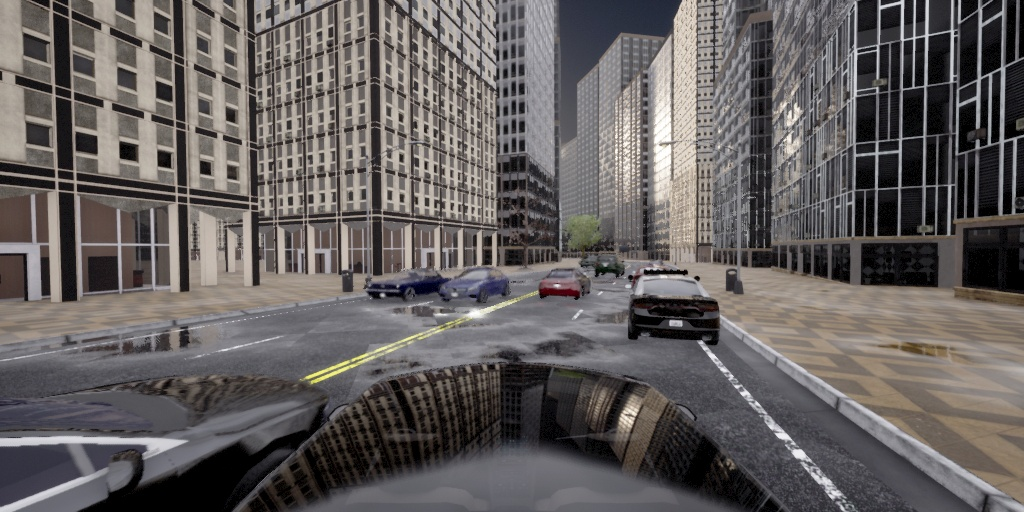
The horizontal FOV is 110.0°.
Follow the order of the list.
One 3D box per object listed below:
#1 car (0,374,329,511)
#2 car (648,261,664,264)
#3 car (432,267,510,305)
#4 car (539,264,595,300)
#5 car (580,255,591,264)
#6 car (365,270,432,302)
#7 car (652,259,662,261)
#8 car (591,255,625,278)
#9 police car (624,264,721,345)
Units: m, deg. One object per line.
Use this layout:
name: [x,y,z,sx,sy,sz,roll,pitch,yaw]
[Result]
car: [-2.752,1.243,1.089,2.128,1.511,4.902,0,0,16]
car: [7.394,1.221,18.865,1.882,1.535,5.008,0,0,21]
car: [-1.497,1.264,16.379,1.812,1.442,4.674,0,0,20]
car: [2.730,1.303,17.942,1.994,1.385,4.181,0,0,20]
car: [12.278,0.913,56.321,2.150,2.045,5.566,0,0,24]
car: [-4.702,1.336,17.138,1.895,1.301,4.718,0,0,20]
car: [18.285,1.270,45.653,2.033,1.411,5.357,0,0,26]
car: [9.413,0.944,34.295,2.150,2.045,5.566,0,0,24]
police car: [4.163,1.172,9.780,1.930,1.638,5.238,0,0,18]
